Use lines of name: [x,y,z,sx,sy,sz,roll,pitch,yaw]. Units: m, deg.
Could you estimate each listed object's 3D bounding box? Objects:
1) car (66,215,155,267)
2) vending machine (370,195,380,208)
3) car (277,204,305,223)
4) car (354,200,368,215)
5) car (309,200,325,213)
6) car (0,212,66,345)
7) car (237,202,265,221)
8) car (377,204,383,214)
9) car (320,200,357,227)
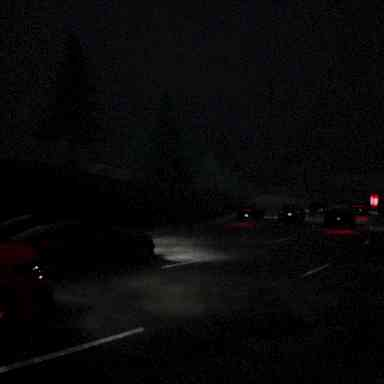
car: [-3.382,1.583,10.454,4.674,1.442,1.812,0,0,-41]
vending machine: [29.543,1.490,53.734,1.100,2.100,0.880,0,0,12]
car: [8.220,1.714,27.491,1.994,1.385,4.181,0,0,20]
car: [18.328,1.709,37.567,1.837,1.490,4.892,0,-1,13]
car: [15.232,1.722,39.956,1.837,1.490,4.892,0,-1,13]
car: [-4.942,1.246,4.526,5.566,2.045,2.150,0,0,-36]
car: [5.240,1.665,29.316,1.837,1.490,4.892,1,0,19]
car: [21.479,1.759,35.721,1.994,1.385,4.181,0,0,13]
car: [10.558,1.609,23.857,1.882,1.535,5.008,0,0,25]
